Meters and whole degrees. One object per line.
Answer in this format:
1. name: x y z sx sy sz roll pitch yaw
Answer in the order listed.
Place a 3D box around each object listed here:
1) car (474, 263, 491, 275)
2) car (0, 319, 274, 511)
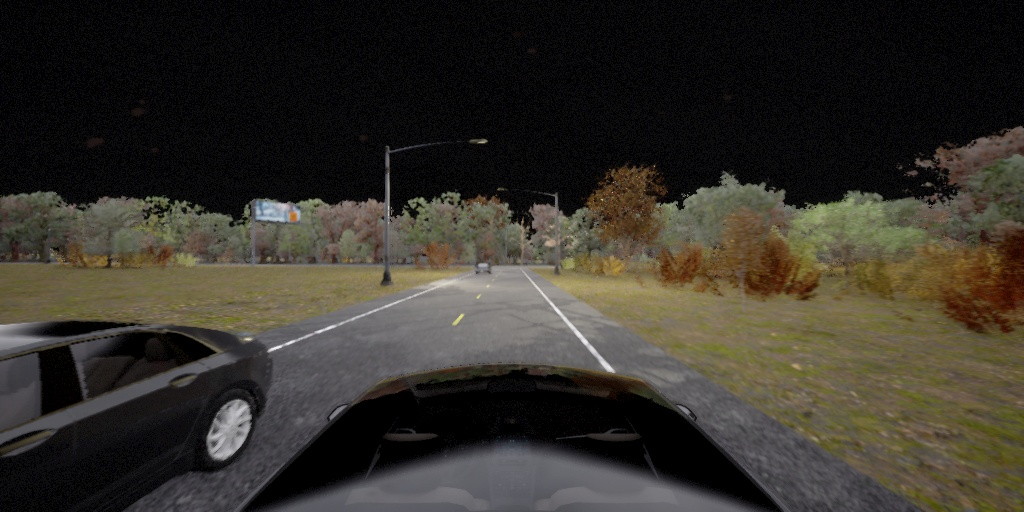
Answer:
1. car: -3.585 1.611 45.111 1.812 1.442 4.674 0 -1 0
2. car: -3.600 1.258 2.055 1.837 1.490 4.892 0 0 0
